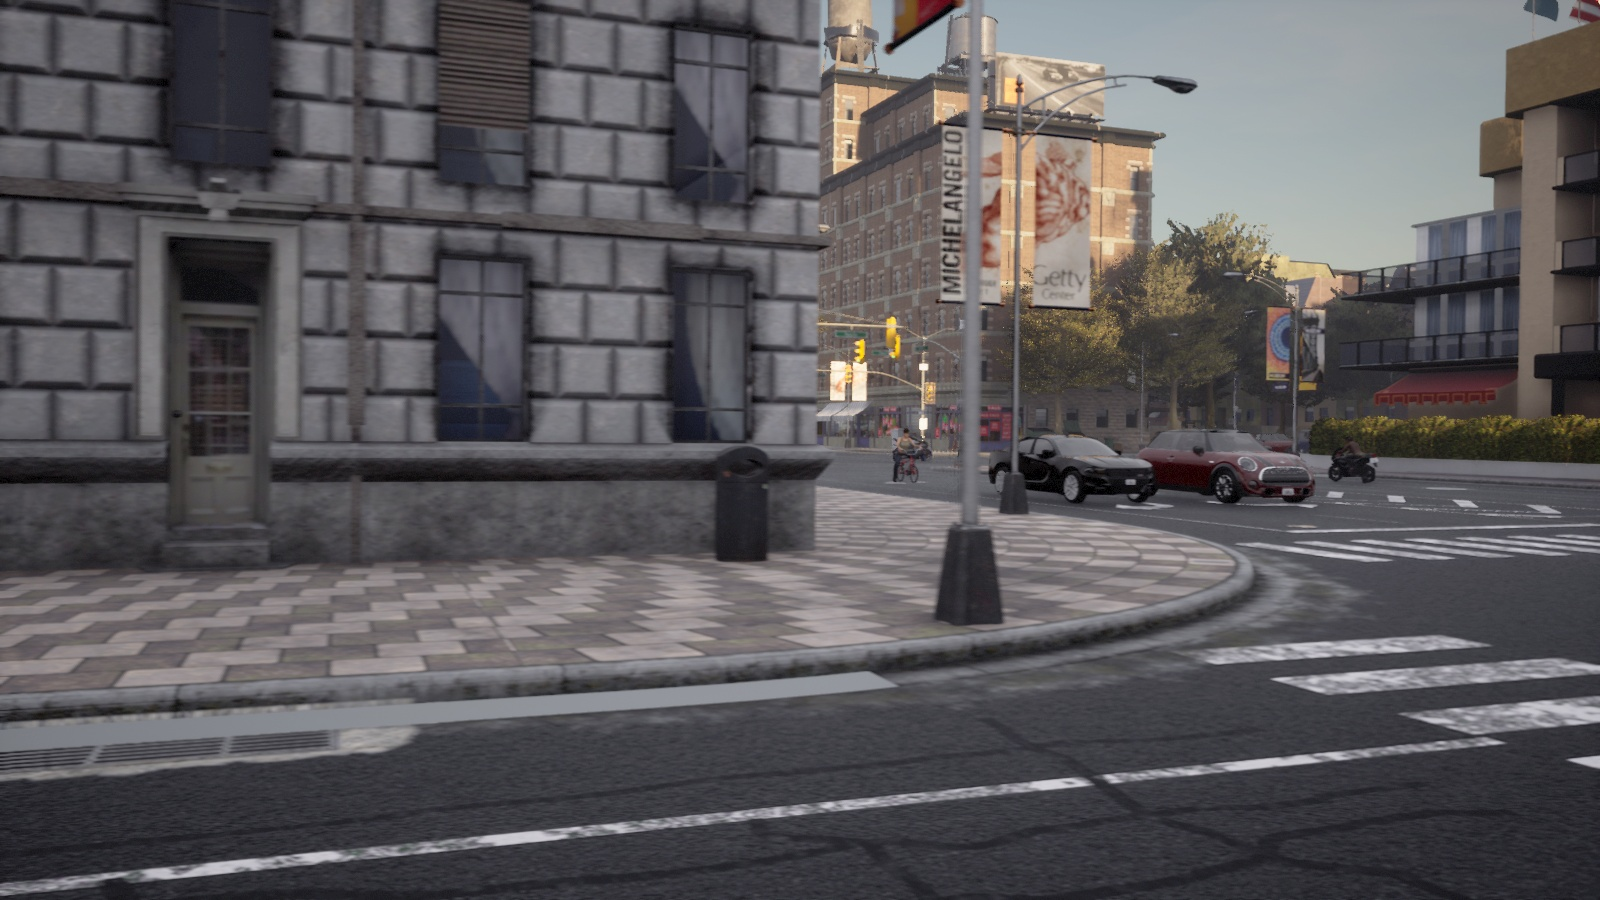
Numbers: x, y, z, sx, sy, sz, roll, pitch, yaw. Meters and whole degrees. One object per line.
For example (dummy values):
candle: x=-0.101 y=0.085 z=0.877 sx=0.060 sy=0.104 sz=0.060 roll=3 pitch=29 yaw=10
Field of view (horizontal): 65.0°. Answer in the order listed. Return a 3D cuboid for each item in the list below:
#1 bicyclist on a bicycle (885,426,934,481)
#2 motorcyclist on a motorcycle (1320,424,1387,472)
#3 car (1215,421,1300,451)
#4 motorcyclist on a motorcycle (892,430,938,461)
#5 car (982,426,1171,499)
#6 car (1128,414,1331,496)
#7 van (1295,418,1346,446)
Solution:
bicyclist on a bicycle: x=3.249 y=0.094 z=37.461 sx=0.866 sy=1.612 sz=1.509 roll=-1 pitch=1 yaw=-21
motorcyclist on a motorcycle: x=17.991 y=-0.076 z=40.864 sx=0.797 sy=1.523 sz=2.044 roll=-1 pitch=1 yaw=-21
car: x=27.595 y=-0.867 z=75.753 sx=4.553 sy=1.767 sz=2.097 roll=-1 pitch=1 yaw=-21
motorcyclist on a motorcycle: x=5.827 y=-0.259 z=63.685 sx=2.191 sy=1.530 sz=0.866 roll=-1 pitch=1 yaw=-21
car: x=6.300 y=0.233 z=29.344 sx=1.882 sy=1.535 sz=5.008 roll=-1 pitch=1 yaw=-21
car: x=9.961 y=0.071 z=29.544 sx=2.097 sy=1.767 sz=4.553 roll=-1 pitch=1 yaw=-21
van: x=38.000 y=-1.348 z=91.761 sx=1.775 sy=1.987 sz=4.442 roll=-1 pitch=1 yaw=-2
